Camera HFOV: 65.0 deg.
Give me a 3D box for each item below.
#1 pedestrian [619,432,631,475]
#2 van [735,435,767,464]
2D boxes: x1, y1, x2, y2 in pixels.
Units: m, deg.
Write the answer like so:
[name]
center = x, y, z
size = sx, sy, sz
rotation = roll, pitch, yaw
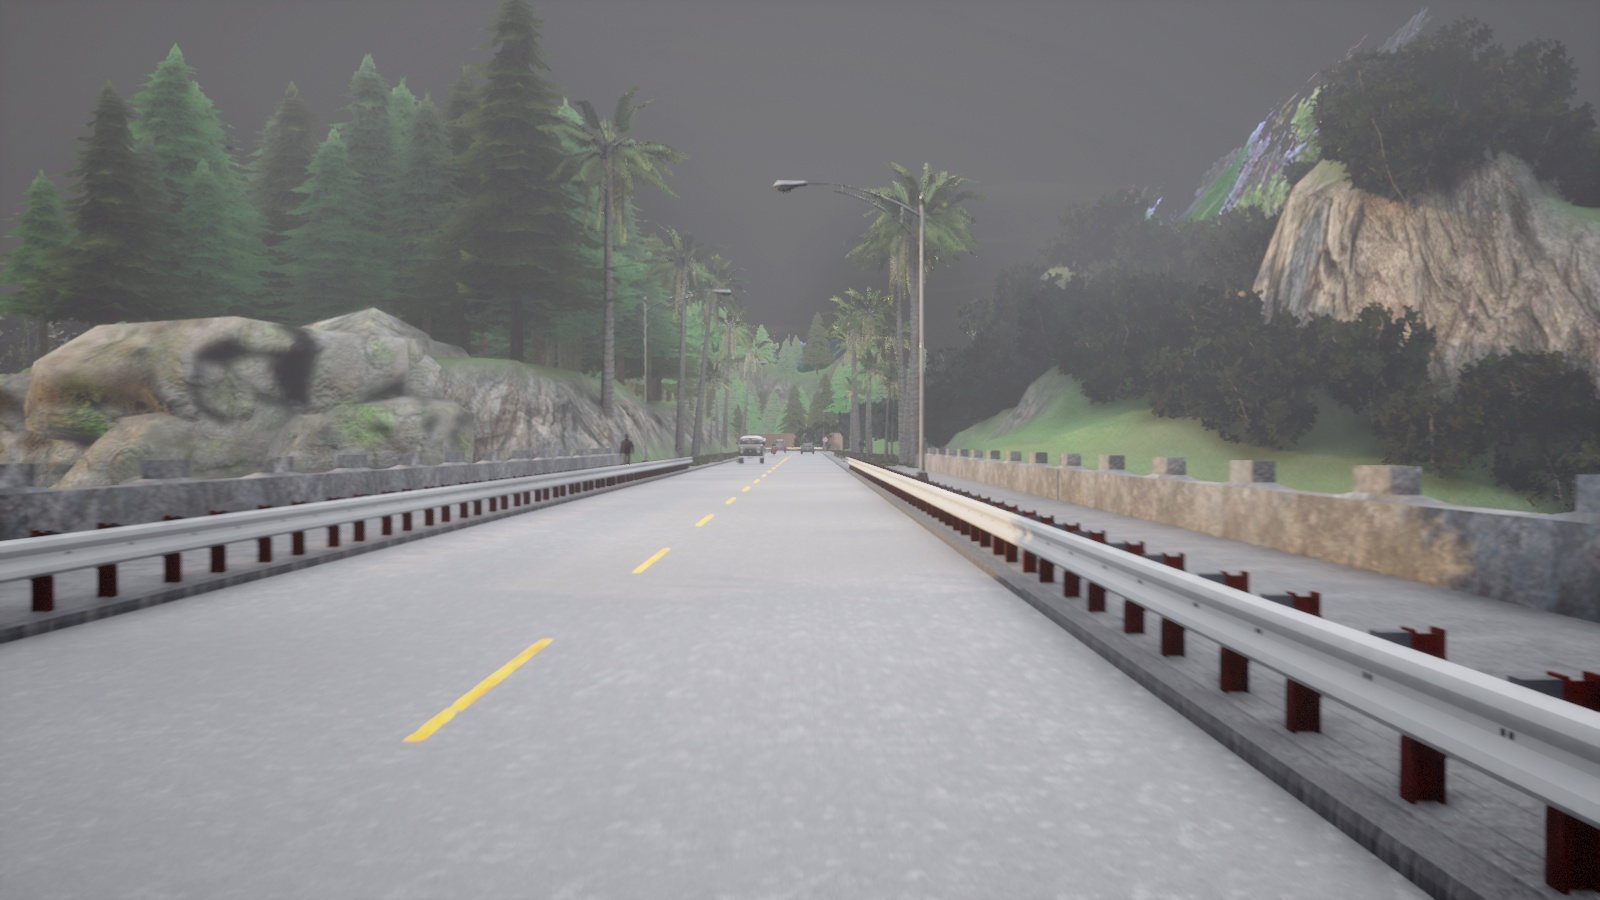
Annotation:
[pedestrian]
center = -7.485, 0.151, 53.766
size = 0.431, 1.840, 0.703
rotation = 0, 0, -1
[van]
center = -3.480, -0.031, 89.337
size = 2.069, 2.038, 4.480
rotation = 0, 0, 0
